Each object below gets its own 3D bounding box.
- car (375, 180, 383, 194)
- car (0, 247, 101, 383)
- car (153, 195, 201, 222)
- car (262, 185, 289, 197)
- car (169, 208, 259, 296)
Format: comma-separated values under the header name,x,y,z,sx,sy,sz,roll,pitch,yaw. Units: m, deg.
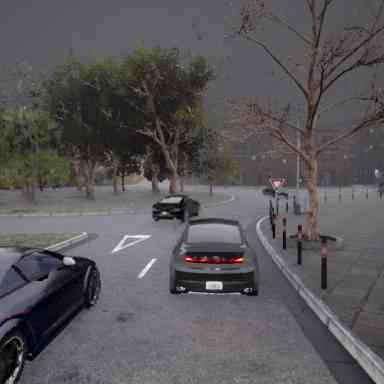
name,x,y,z,sx,sy,sz,roll,pitch,yaw
car,26.995,-0.424,43.872,4.902,1.511,2.128,-2,4,-20
car,-2.889,1.523,5.102,1.994,1.385,4.181,0,1,2
car,-0.826,0.941,21.058,1.882,1.535,5.008,0,3,17
car,10.367,-0.156,41.721,2.033,1.411,5.357,0,3,-6
car,0.540,1.411,8.481,1.837,1.490,4.892,0,1,3
